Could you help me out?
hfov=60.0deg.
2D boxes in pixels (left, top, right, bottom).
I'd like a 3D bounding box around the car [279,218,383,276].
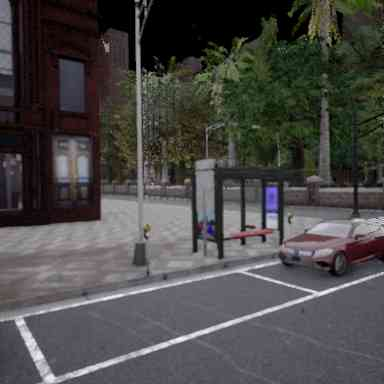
[{"bbox_3d":[4.384,1.446,9.786,4.206,1.307,1.802,-1,0,-36],"label":"car"}]
